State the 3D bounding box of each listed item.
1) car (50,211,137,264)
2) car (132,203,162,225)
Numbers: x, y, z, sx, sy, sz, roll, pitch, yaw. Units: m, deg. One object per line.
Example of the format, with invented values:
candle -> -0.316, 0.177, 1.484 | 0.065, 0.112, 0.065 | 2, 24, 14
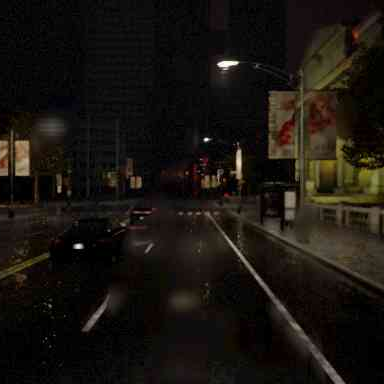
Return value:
car -> -3.408, 1.609, 11.971 | 1.994, 1.385, 4.181 | 0, 0, 0
car -> -3.408, 1.586, 25.075 | 2.128, 1.511, 4.902 | 0, 0, 0
